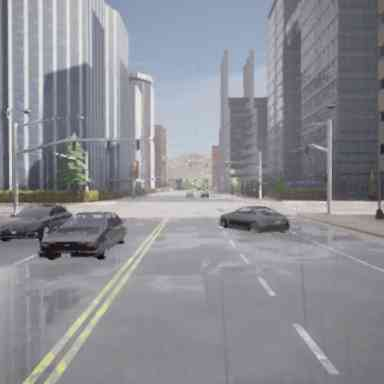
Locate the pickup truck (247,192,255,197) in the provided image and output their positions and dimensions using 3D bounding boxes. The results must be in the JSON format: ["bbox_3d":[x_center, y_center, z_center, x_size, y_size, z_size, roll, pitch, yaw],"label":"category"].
[{"bbox_3d":[16.074,0.227,84.141,2.390,2.098,6.274,0,1,30],"label":"pickup truck"}]

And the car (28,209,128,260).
[{"bbox_3d":[-3.654,1.438,12.293,2.033,1.411,5.357,0,1,0],"label":"car"}]

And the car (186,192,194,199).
[{"bbox_3d":[-0.506,0.763,78.027,2.033,1.411,5.357,0,1,0],"label":"car"}]

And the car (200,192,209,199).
[{"bbox_3d":[2.993,0.694,78.050,1.882,1.535,5.008,0,1,0],"label":"car"}]

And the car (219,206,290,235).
[{"bbox_3d":[3.238,1.440,17.907,1.994,1.385,4.181,-1,0,-28],"label":"car"}]

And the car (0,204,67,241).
[{"bbox_3d":[-7.154,1.369,15.779,1.837,1.490,4.892,0,1,0],"label":"car"}]
